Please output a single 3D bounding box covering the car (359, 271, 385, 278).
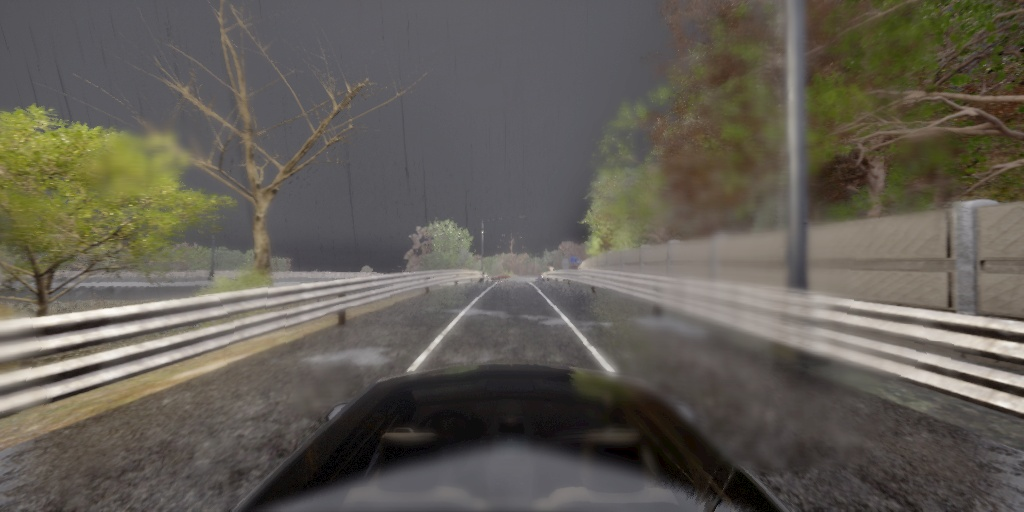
[{"bbox_3d":[-21.309,3.183,56.413,5.008,1.535,1.882,3,-5,-39],"label":"car"}]
